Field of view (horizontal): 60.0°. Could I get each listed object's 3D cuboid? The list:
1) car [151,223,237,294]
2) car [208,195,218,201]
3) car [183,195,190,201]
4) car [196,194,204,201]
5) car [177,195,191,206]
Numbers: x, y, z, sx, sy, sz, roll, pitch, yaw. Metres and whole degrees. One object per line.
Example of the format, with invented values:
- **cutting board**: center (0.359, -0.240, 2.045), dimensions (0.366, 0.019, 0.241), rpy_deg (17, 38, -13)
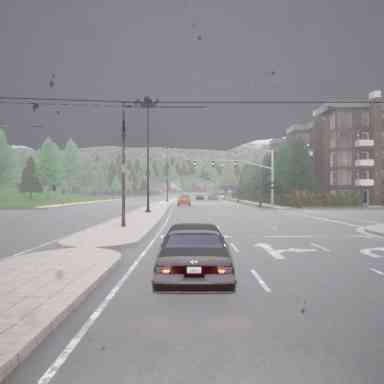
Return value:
- **car**: center (0.051, 1.547, 8.906), dimensions (2.033, 1.411, 5.357), rpy_deg (0, 0, 0)
- **car**: center (5.566, 1.538, 85.517), dimensions (2.033, 1.411, 5.357), rpy_deg (0, 0, 0)
- **car**: center (-1.434, 1.522, 85.478), dimensions (1.812, 1.442, 4.674), rpy_deg (0, 0, 0)
- **car**: center (2.066, 1.476, 85.513), dimensions (1.882, 1.535, 5.008), rpy_deg (0, 0, 0)
- **car**: center (-1.302, 1.351, 54.653), dimensions (2.097, 1.767, 4.553), rpy_deg (0, 0, -1)
